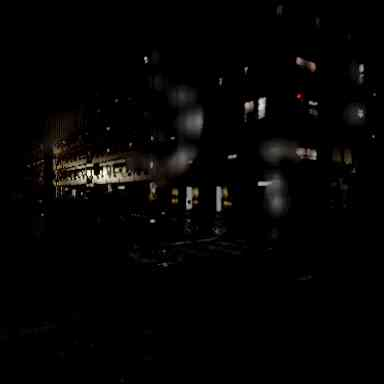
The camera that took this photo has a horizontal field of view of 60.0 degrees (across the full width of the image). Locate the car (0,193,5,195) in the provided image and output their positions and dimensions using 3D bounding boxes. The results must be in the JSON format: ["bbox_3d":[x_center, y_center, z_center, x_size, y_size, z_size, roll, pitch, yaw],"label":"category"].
[{"bbox_3d":[-28.506,1.128,49.159,2.192,1.841,5.009,0,0,-36],"label":"car"}]

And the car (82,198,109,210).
[{"bbox_3d":[-11.750,1.375,40.314,1.802,1.307,4.206,0,0,-36],"label":"car"}]

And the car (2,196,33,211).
[{"bbox_3d":[-18.537,1.416,35.398,1.947,1.339,4.313,0,0,-36],"label":"car"}]

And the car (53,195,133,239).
[{"bbox_3d":[-5.246,1.228,17.046,2.192,1.841,5.009,0,0,-36],"label":"car"}]

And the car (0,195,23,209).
[{"bbox_3d":[-21.861,1.402,39.987,1.947,1.339,4.313,0,0,-36],"label":"car"}]

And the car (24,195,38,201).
[{"bbox_3d":[-35.008,1.291,72.425,2.008,1.369,4.403,0,0,-36],"label":"car"}]

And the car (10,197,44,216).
[{"bbox_3d":[-15.214,1.409,30.810,1.887,1.381,4.507,0,0,-36],"label":"car"}]

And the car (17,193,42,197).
[{"bbox_3d":[-20.794,1.165,43.019,2.097,1.767,4.553,0,0,-35],"label":"car"}]

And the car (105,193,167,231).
[{"bbox_3d":[-3.615,1.114,19.197,2.150,2.045,5.566,0,0,-36],"label":"car"}]

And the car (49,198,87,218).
[{"bbox_3d":[-11.045,1.334,29.469,1.882,1.535,5.008,0,0,-36],"label":"car"}]

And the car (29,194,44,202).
[{"bbox_3d":[-31.687,1.181,67.839,1.967,1.590,4.097,0,0,-36],"label":"car"}]
